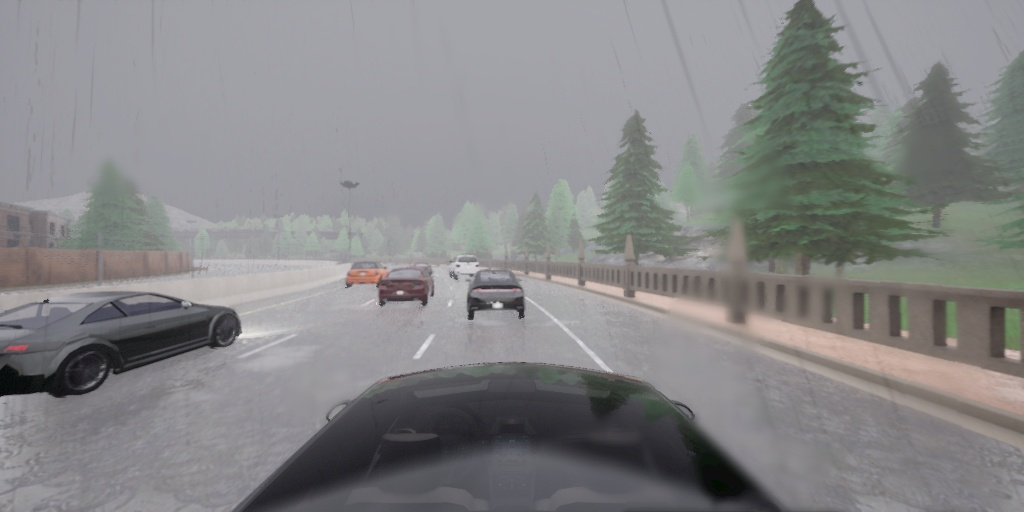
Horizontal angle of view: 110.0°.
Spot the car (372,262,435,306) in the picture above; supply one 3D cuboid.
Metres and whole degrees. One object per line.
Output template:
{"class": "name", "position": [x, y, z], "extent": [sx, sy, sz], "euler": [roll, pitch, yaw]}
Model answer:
{"class": "car", "position": [-4.544, 1.232, 15.974], "extent": [1.882, 1.535, 5.008], "euler": [0, 0, -8]}

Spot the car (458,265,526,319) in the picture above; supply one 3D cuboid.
{"class": "car", "position": [-0.648, 1.240, 12.888], "extent": [2.128, 1.511, 4.902], "euler": [0, 0, -5]}

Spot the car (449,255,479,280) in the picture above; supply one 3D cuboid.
{"class": "car", "position": [-4.279, 0.972, 31.817], "extent": [2.150, 2.045, 5.566], "euler": [0, 0, -15]}

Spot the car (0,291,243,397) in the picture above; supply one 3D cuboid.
{"class": "car", "position": [-7.144, 1.326, 6.531], "extent": [1.994, 1.385, 4.181], "euler": [0, 0, -3]}

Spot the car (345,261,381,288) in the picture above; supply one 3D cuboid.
{"class": "car", "position": [-9.527, 1.114, 23.923], "extent": [2.097, 1.767, 4.553], "euler": [0, 0, -12]}

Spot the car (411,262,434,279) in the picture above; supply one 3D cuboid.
{"class": "car", "position": [-8.368, 1.283, 33.164], "extent": [1.812, 1.442, 4.674], "euler": [0, 0, -17]}
